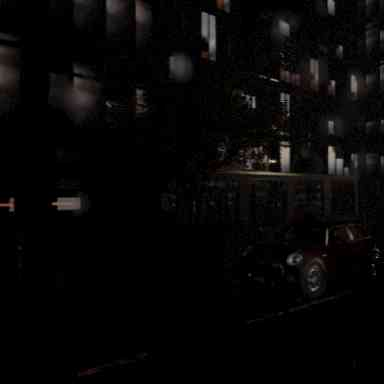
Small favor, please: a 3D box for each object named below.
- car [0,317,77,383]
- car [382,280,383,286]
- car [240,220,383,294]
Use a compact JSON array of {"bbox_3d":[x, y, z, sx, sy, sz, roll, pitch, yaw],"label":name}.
[{"bbox_3d":[-2.989,1.461,1.243,5.008,1.535,1.882,1,-1,-35],"label":"car"},{"bbox_3d":[6.804,1.641,8.175,5.357,1.411,2.033,1,0,-35],"label":"car"},{"bbox_3d":[3.193,1.510,8.859,4.097,1.590,1.967,1,-1,-35],"label":"car"}]
